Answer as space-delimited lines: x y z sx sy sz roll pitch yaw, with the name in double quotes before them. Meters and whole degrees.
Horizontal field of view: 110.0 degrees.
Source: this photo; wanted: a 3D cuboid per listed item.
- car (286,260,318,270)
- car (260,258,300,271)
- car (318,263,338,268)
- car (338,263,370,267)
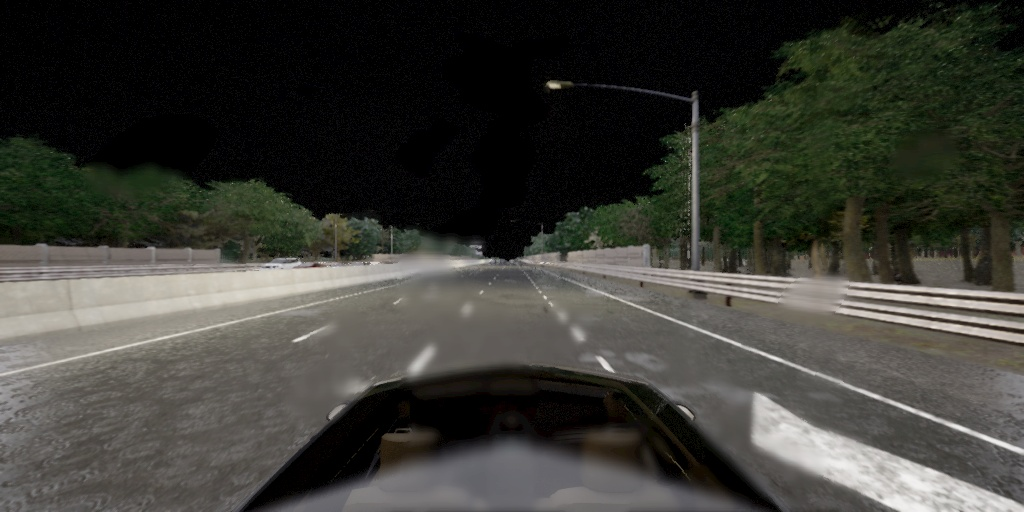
"car" -24.572 1.534 43.537 1.882 1.535 5.008 0 0 0
"car" -28.059 1.278 43.863 2.150 2.045 5.566 0 0 0
"car" -21.071 1.607 43.991 2.033 1.411 5.357 0 0 0
"car" -17.582 1.547 41.091 1.837 1.490 4.892 0 0 0
